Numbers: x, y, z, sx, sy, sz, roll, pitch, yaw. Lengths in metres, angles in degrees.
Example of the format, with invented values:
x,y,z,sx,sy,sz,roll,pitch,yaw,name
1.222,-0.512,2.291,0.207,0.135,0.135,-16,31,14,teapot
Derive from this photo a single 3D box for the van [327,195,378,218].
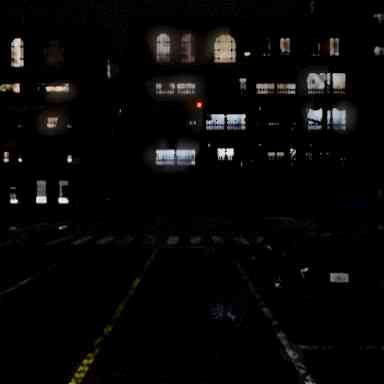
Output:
x,y,z,sx,sy,sz,roll,pitch,yaw,name
13.132,1.163,27.462,3.998,1.788,1.690,0,0,0,van

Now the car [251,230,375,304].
x,y,z,sx,sy,sz,roll,pitch,yaw,name
2.588,1.528,7.908,1.947,1.339,4.313,1,0,0,car
